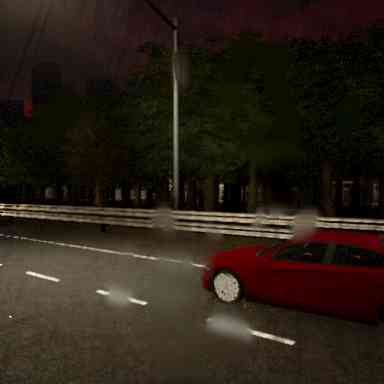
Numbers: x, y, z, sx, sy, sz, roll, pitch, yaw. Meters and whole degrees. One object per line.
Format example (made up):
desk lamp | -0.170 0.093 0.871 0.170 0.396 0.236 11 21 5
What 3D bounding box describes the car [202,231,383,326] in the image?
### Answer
car | 2.519 1.495 6.373 5.008 1.535 1.882 0 0 36
